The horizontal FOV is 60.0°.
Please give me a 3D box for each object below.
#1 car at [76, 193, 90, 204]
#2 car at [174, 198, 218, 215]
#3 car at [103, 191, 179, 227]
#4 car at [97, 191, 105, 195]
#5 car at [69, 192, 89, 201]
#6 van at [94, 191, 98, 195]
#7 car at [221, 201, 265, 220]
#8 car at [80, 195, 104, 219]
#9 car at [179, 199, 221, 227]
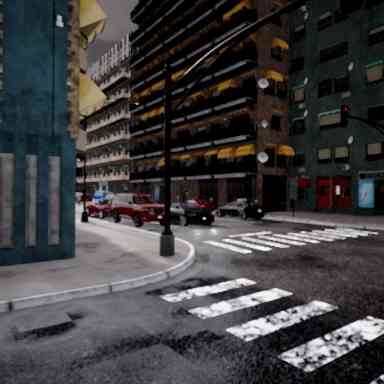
[{"bbox_3d":[-15.664,0.812,47.200,1.882,1.535,5.008,1,1,-36],"label":"car"},{"bbox_3d":[0.292,1.276,29.704,1.802,1.307,4.206,2,0,-36],"label":"car"},{"bbox_3d":[-3.239,1.027,20.307,2.192,1.841,5.009,2,0,-36],"label":"car"},{"bbox_3d":[-6.072,0.965,28.605,2.097,1.767,4.553,1,0,-36],"label":"car"},{"bbox_3d":[-19.324,0.757,56.764,1.887,1.381,4.507,2,0,-36],"label":"car"},{"bbox_3d":[-12.780,0.714,47.745,1.690,1.788,3.998,2,0,-36],"label":"van"},{"bbox_3d":[3.562,1.340,25.193,1.947,1.339,4.313,2,0,-36],"label":"car"},{"bbox_3d":[-6.515,1.176,24.817,1.887,1.381,4.507,2,0,-36],"label":"car"},{"bbox_3d":[-0.460,1.312,20.855,1.994,1.385,4.181,1,1,-36],"label":"car"}]
